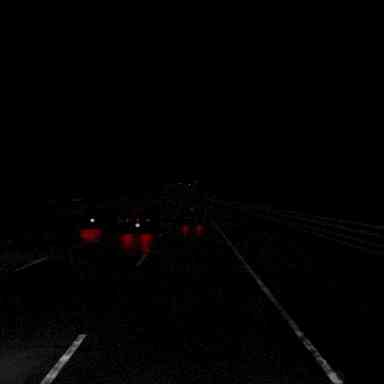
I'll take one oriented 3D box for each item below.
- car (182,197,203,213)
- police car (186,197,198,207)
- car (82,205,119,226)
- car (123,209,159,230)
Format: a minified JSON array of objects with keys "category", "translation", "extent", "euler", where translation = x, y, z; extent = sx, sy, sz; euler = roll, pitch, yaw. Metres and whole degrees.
[{"category":"car","translation":[0.007,1.397,27.636],"extent":[2.033,1.649,4.856],"euler":[0,-1,0]},{"category":"police car","translation":[0.015,1.711,56.098],"extent":[2.038,1.542,4.974],"euler":[0,-1,0]},{"category":"car","translation":[-6.894,1.744,25.469],"extent":[1.837,1.490,4.892],"euler":[0,-1,0]},{"category":"car","translation":[-3.394,1.817,22.999],"extent":[1.895,1.301,4.718],"euler":[0,-1,0]}]
